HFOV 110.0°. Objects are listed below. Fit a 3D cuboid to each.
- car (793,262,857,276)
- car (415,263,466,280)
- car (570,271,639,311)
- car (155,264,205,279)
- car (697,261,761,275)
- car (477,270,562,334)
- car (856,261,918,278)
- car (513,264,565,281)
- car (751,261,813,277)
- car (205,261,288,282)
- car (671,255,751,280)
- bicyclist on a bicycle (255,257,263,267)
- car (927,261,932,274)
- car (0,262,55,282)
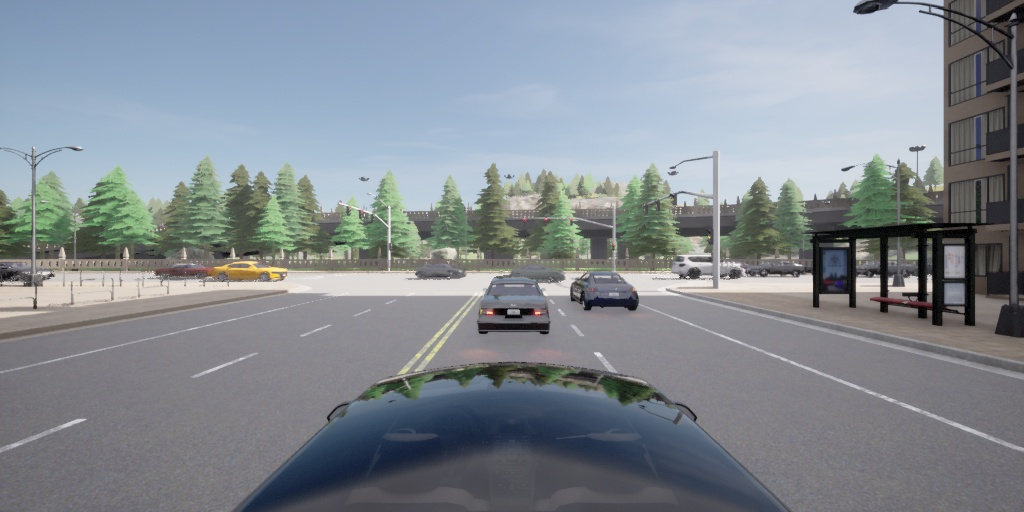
[{"bbox_3d":[31.984,1.295,36.729,4.718,1.301,1.895,0,0,4],"label":"car"},{"bbox_3d":[-6.004,1.279,30.332,4.181,1.385,1.994,0,0,1],"label":"car"},{"bbox_3d":[3.577,1.314,14.551,1.994,1.385,4.181,0,0,0],"label":"car"},{"bbox_3d":[-27.300,1.295,30.610,4.718,1.301,1.895,0,0,1],"label":"car"},{"bbox_3d":[22.405,1.242,37.129,5.357,1.411,2.033,0,0,1],"label":"car"},{"bbox_3d":[0.058,1.297,10.540,2.033,1.411,5.357,0,0,1],"label":"car"},{"bbox_3d":[33.860,1.186,33.007,4.902,1.511,2.128,0,0,6],"label":"car"},{"bbox_3d":[1.868,1.294,26.730,4.181,1.385,1.994,0,0,1],"label":"car"},{"bbox_3d":[24.522,1.186,33.549,4.902,1.511,2.128,0,0,2],"label":"car"},{"bbox_3d":[-19.625,1.172,27.017,5.008,1.535,1.882,0,0,1],"label":"car"},{"bbox_3d":[16.317,0.916,30.040,5.566,2.045,2.150,0,0,1],"label":"car"},{"bbox_3d":[-29.468,0.995,41.636,0.582,1.620,1.656,0,0,1],"label":"bicyclist on a bicycle"},{"bbox_3d":[40.977,1.220,35.164,4.674,1.442,1.812,0,0,17],"label":"car"},{"bbox_3d":[-37.775,1.186,27.090,4.902,1.511,2.128,0,0,-1],"label":"car"}]
